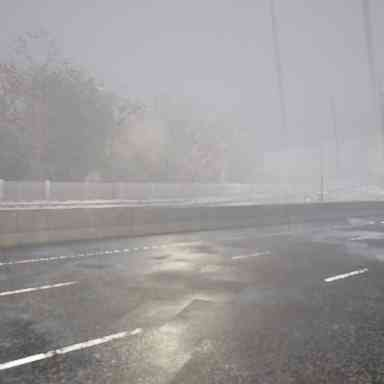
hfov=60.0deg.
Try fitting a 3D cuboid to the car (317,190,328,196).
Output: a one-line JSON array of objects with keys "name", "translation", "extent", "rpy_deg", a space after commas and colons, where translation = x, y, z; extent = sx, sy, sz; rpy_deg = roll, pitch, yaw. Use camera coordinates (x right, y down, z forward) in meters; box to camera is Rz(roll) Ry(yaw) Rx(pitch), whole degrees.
[{"name": "car", "translation": [34.042, 0.297, 86.849], "extent": [1.882, 1.535, 5.008], "rpy_deg": [0, 2, 34]}]

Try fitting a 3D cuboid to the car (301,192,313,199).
[{"name": "car", "translation": [25.438, 0.779, 73.572], "extent": [1.837, 1.490, 4.892], "rpy_deg": [0, 1, 32]}]
